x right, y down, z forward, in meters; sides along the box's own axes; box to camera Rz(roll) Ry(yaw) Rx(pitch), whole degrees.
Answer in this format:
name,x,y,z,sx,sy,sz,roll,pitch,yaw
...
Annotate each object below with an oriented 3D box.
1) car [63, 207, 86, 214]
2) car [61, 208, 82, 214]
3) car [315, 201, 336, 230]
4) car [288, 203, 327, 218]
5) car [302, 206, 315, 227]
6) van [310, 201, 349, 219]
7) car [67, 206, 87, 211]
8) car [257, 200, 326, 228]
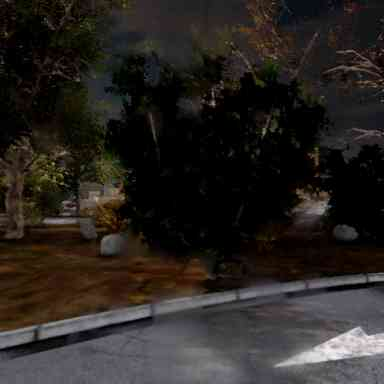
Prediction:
name,x,y,z,sx,sy,sz,roll,pitch,yaw
car,-28.853,4.580,81.701,5.008,1.535,2.097,1,-3,-34
car,-30.598,4.763,84.316,4.674,1.452,2.002,1,-3,-34
car,11.277,1.620,22.617,5.566,2.045,2.435,1,-1,-35
car,13.964,2.174,40.273,4.553,1.767,2.185,1,-2,-34
car,9.742,1.913,24.795,4.892,1.521,2.231,1,-1,-35
van,15.607,1.999,37.721,4.442,1.987,1.878,1,-2,-34
car,-27.021,4.432,78.992,4.892,1.521,2.231,1,-3,-34
car,8.175,1.707,27.112,5.566,2.045,2.435,1,-1,-35
